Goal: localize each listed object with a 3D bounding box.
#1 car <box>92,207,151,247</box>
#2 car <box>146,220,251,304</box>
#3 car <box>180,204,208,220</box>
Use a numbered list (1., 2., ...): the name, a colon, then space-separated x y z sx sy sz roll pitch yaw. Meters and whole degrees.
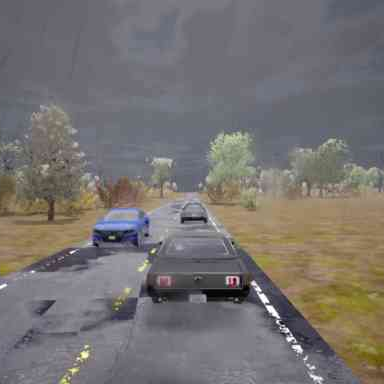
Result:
1. car: -3.070 1.477 15.257 1.882 1.535 5.008 0 0 0
2. car: 0.115 1.602 8.114 1.895 1.301 4.718 0 0 0
3. car: 0.153 1.560 25.323 1.994 1.385 4.181 0 0 0
